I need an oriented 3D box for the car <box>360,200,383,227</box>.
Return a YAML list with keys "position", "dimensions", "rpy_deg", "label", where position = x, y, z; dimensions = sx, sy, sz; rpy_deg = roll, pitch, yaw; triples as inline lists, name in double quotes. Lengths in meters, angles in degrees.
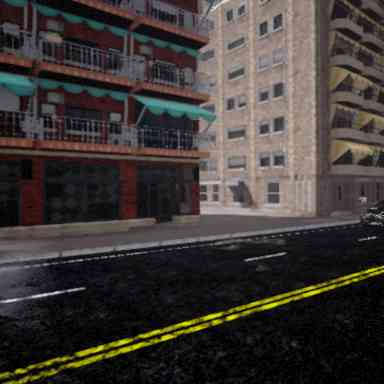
- position: [12.659, 1.297, 21.210]
  dimensions: [4.553, 1.767, 2.097]
  rpy_deg: [0, 0, -37]
  label: "car"
